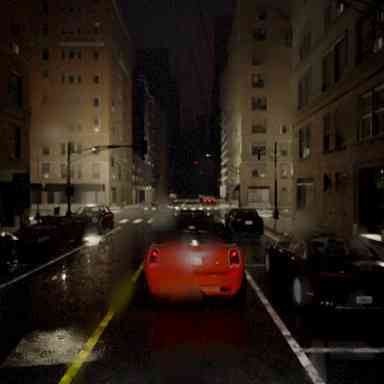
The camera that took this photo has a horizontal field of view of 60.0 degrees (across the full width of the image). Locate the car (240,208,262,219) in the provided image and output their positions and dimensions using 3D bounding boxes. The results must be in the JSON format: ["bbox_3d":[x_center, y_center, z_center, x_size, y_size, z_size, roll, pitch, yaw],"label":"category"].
[{"bbox_3d":[2.851,1.562,18.690,1.947,1.339,4.313,0,0,0],"label":"car"}]

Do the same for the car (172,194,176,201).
[{"bbox_3d":[-5.609,1.606,82.664,1.752,1.417,4.829,0,0,0],"label":"car"}]

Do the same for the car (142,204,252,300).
[{"bbox_3d":[0.061,1.350,8.552,2.097,1.767,4.553,0,0,0],"label":"car"}]

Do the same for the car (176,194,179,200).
[{"bbox_3d":[-5.593,1.435,93.651,2.192,1.841,5.009,0,0,0],"label":"car"}]

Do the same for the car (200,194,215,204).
[{"bbox_3d":[2.875,1.463,55.781,1.967,1.590,4.097,0,0,0],"label":"car"}]

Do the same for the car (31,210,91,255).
[{"bbox_3d":[-5.673,1.579,13.187,1.802,1.307,4.206,0,0,0],"label":"car"}]

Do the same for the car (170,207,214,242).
[{"bbox_3d":[0.000,1.560,17.205,1.994,1.385,4.181,0,0,0],"label":"car"}]

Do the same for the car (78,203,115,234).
[{"bbox_3d":[-5.674,1.436,18.688,1.967,1.590,4.097,0,0,0],"label":"car"}]

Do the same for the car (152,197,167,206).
[{"bbox_3d":[-5.650,1.605,55.791,1.802,1.307,4.206,0,0,0],"label":"car"}]

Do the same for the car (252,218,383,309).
[{"bbox_3d":[2.854,1.549,7.688,2.008,1.369,4.403,0,0,0],"label":"car"}]

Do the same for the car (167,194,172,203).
[{"bbox_3d":[-5.633,1.591,66.608,2.008,1.369,4.403,0,0,0],"label":"car"}]

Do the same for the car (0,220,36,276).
[{"bbox_3d":[-5.671,1.564,7.685,1.947,1.339,4.313,0,0,0],"label":"car"}]
